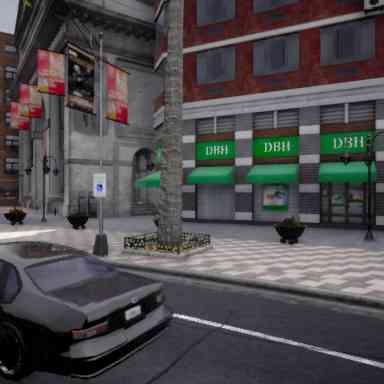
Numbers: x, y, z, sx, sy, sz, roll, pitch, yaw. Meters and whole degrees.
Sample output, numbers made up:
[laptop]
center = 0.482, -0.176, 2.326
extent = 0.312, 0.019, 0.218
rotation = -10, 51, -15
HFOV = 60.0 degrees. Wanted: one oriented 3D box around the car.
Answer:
[car]
center = -2.918, 1.548, 5.369
extent = 5.357, 1.411, 2.033
rotation = 0, 0, 29
